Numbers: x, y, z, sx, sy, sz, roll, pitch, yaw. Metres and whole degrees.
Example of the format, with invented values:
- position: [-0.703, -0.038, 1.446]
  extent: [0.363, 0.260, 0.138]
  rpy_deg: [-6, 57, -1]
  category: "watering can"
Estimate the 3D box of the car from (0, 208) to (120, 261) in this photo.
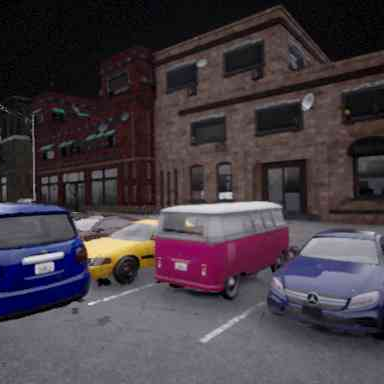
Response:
- position: [-5.524, 1.519, 13.441]
  extent: [2.163, 1.488, 4.792]
  rpy_deg: [0, 0, 39]
  category: "car"

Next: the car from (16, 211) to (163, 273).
- position: [-3.353, 1.533, 11.783]
  extent: [2.002, 1.452, 4.674]
  rpy_deg: [0, 0, 38]
  category: "car"

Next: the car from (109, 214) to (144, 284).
- position: [-1.301, 1.490, 9.974]
  extent: [1.946, 1.575, 5.366]
  rpy_deg: [0, 0, 37]
  category: "car"

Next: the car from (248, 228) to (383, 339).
- position: [3.183, 1.530, 6.873]
  extent: [2.002, 1.452, 4.674]
  rpy_deg: [0, 0, 36]
  category: "car"

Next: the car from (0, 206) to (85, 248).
- position: [-7.619, 1.514, 15.189]
  extent: [2.163, 1.488, 4.792]
  rpy_deg: [0, 0, 39]
  category: "car"

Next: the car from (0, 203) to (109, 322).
- position: [-4.384, 1.236, 6.705]
  extent: [5.566, 2.045, 2.150]
  rpy_deg: [0, 0, 37]
  category: "car"

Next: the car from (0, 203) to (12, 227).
- position: [-14.048, 1.488, 20.472]
  extent: [2.163, 1.488, 4.792]
  rpy_deg: [0, 0, 41]
  category: "car"

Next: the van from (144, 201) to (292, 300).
- position: [1.067, 1.267, 8.576]
  extent: [1.878, 1.987, 4.442]
  rpy_deg: [0, 0, 37]
  category: "van"

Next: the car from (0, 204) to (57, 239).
- position: [-9.759, 1.478, 16.889]
  extent: [2.231, 1.521, 4.892]
  rpy_deg: [0, 0, 40]
  category: "car"
